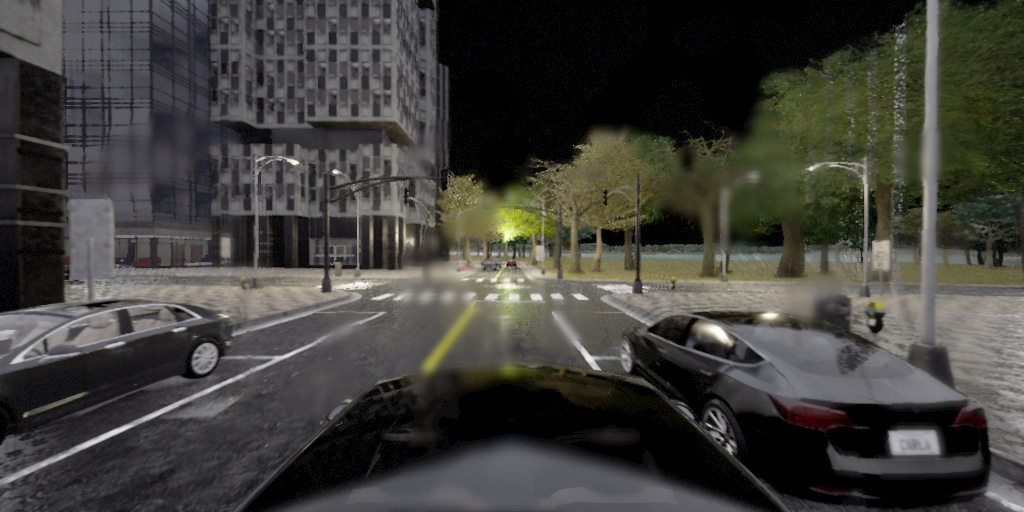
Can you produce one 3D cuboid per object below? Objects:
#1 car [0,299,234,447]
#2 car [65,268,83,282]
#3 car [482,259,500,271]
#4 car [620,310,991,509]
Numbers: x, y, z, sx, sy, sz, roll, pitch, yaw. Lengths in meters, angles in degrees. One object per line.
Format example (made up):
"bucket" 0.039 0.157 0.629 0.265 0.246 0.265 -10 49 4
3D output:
"car" -5.764 1.301 4.557 2.007 1.370 4.403 0 0 0
"car" -29.590 1.015 22.372 4.718 1.301 1.895 1 1 0
"car" -3.087 1.370 49.481 2.033 1.411 5.357 0 0 0
"car" 2.761 1.316 4.530 1.948 1.339 4.313 0 0 0
